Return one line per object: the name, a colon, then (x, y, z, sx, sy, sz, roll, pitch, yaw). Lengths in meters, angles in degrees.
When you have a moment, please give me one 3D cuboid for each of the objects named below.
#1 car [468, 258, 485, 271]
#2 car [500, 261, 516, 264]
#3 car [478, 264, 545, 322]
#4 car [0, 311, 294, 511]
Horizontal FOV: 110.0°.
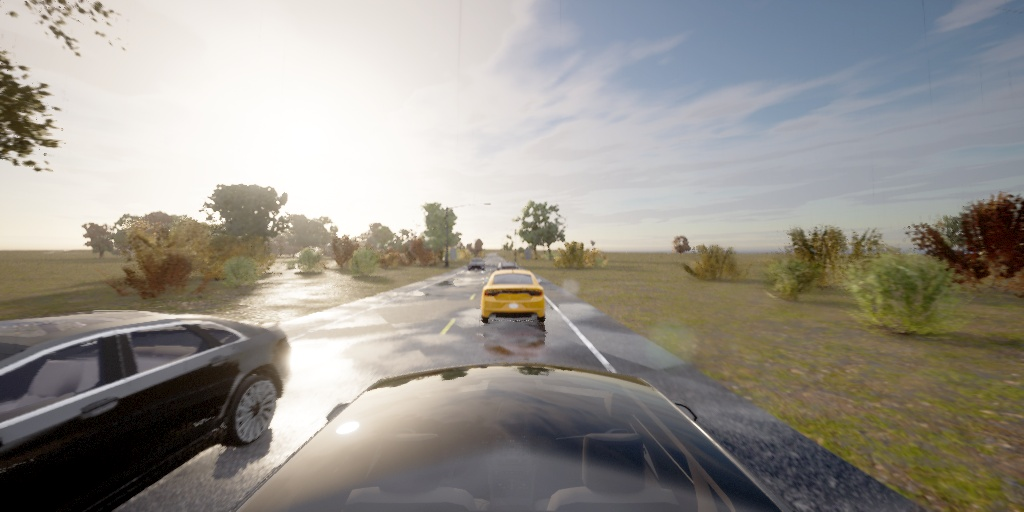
car: (-4.570, 1.062, 46.675, 2.097, 1.767, 4.553, 0, 0, -3)
car: (-0.363, 1.190, 30.472, 2.128, 1.511, 4.902, 0, 0, -2)
car: (0.018, 1.212, 12.303, 1.882, 1.535, 5.008, 0, 0, -1)
car: (-3.615, 1.242, 2.426, 2.128, 1.511, 4.902, 0, 0, 0)
